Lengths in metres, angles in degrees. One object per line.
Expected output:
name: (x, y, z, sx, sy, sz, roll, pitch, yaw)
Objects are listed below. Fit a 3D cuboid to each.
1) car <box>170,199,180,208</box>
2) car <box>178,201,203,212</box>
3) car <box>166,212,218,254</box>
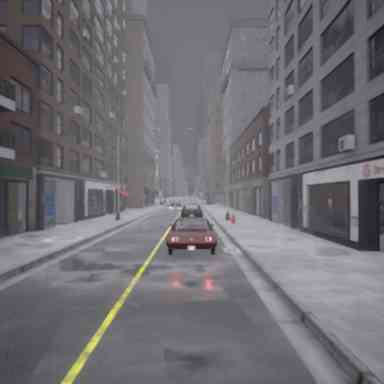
car: (-3.080, 2.101, 62.830, 1.882, 1.535, 5.008, 0, 0, 0)
car: (-0.009, 1.765, 29.476, 1.882, 1.535, 5.008, 0, 0, 0)
car: (-0.006, 1.737, 14.108, 1.895, 1.301, 4.718, 0, -1, 0)
